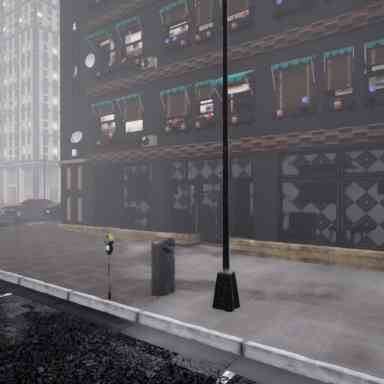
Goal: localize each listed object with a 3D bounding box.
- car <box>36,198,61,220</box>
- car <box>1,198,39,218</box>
[{"bbox_3d":[-8.258,1.279,23.545,1.947,1.339,4.313,1,1,35],"label":"car"},{"bbox_3d":[-12.896,1.262,27.035,1.812,1.442,4.674,0,1,35],"label":"car"}]
